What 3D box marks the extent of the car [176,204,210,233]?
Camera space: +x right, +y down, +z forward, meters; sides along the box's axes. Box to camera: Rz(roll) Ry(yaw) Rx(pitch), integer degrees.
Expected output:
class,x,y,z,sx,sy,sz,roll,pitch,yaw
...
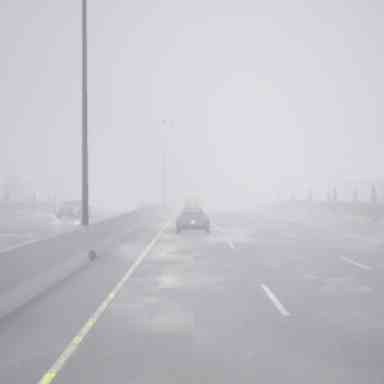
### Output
class,x,y,z,sx,sy,sz,roll,pitch,yaw
car,0.048,1.635,20.306,1.994,1.385,4.181,0,0,0

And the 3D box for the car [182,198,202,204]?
class,x,y,z,sx,sy,sz,roll,pitch,yaw
car,0.001,1.503,37.489,2.097,1.767,4.553,0,-1,0

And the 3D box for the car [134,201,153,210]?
class,x,y,z,sx,sy,sz,roll,pitch,yaw
car,-7.195,2.123,51.929,2.097,1.767,4.553,0,-4,0

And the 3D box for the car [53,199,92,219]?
class,x,y,z,sx,sy,sz,roll,pitch,yaw
car,-10.673,1.475,30.281,2.097,1.767,4.553,0,0,0

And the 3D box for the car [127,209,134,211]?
class,x,y,z,sx,sy,sz,roll,pitch,yaw
car,-14.210,4.790,79.174,2.097,1.767,4.553,0,-6,0

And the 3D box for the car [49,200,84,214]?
class,x,y,z,sx,sy,sz,roll,pitch,yaw
car,-14.186,1.674,38.038,2.128,1.511,4.902,0,-1,0
